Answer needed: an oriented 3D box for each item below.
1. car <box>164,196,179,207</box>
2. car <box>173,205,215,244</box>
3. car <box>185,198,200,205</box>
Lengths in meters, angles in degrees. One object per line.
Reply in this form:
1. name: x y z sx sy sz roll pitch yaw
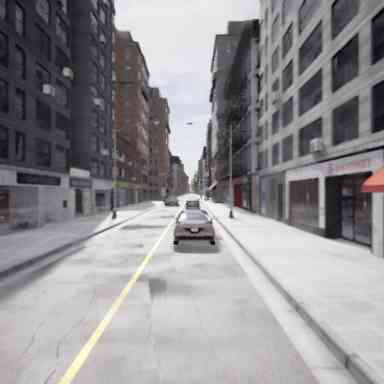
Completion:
1. car: -3.073 1.373 51.411 2.097 1.767 4.553 0 0 0
2. car: 0.097 1.553 15.763 2.033 1.411 5.357 0 0 0
3. car: 0.091 1.507 44.422 2.128 1.511 4.902 0 0 0
